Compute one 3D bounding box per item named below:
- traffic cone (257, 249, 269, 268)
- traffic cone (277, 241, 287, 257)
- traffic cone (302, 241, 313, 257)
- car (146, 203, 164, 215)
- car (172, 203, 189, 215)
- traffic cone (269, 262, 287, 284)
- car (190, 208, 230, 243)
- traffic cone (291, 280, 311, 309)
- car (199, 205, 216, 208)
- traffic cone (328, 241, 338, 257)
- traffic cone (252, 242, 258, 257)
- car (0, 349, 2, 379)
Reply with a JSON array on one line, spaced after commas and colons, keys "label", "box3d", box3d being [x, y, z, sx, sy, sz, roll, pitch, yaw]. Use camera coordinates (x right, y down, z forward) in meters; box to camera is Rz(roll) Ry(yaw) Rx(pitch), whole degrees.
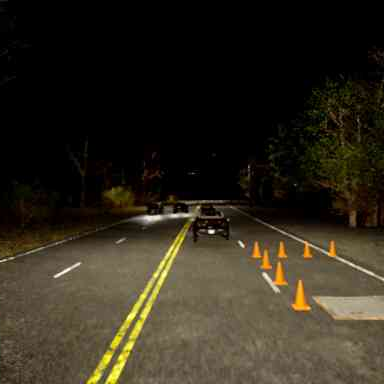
[{"label": "traffic cone", "box3d": [2.511, 2.265, 11.295, 0.340, 0.580, 0.340, -1, -1, 2]}, {"label": "traffic cone", "box3d": [3.575, 2.269, 13.261, 0.340, 0.580, 0.340, -1, -1, 2]}, {"label": "traffic cone", "box3d": [4.575, 2.254, 13.228, 0.340, 0.580, 0.340, -1, -1, 2]}, {"label": "car", "box3d": [-4.753, 2.206, 43.519, 2.128, 1.511, 4.902, -1, -1, 2]}, {"label": "car", "box3d": [-1.465, 2.200, 44.311, 1.812, 1.442, 4.674, -1, -1, 2]}, {"label": "traffic cone", "box3d": [2.445, 2.246, 9.296, 0.340, 0.580, 0.340, -1, -1, 2]}, {"label": "car", "box3d": [0.992, 1.806, 18.033, 1.837, 1.490, 4.892, -1, -5, 2]}, {"label": "traffic cone", "box3d": [2.379, 2.226, 7.298, 0.340, 0.580, 0.340, -1, -1, 2]}, {"label": "car", "box3d": [1.652, 2.120, 36.112, 1.994, 1.385, 4.181, -1, -1, 2]}, {"label": "traffic cone", "box3d": [5.574, 2.240, 13.195, 0.340, 0.580, 0.340, -1, -1, 2]}, {"label": "traffic cone", "box3d": [2.576, 2.284, 13.294, 0.340, 0.580, 0.340, -1, -1, 2]}, {"label": "car", "box3d": [-3.098, 1.466, 1.105, 2.150, 2.045, 5.566, -6, -3, 2]}]
